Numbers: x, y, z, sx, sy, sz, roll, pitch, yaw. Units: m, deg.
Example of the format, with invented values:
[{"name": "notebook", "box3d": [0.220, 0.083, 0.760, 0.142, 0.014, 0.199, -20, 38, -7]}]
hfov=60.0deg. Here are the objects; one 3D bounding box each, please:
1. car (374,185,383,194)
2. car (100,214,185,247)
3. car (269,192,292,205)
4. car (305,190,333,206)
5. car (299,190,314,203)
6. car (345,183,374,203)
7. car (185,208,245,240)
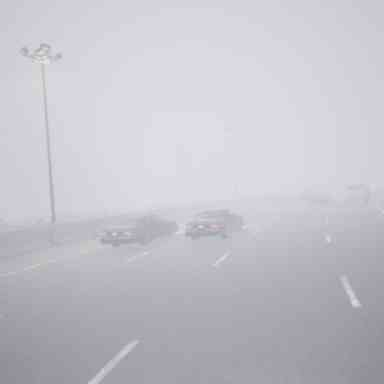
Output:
[{"name": "car", "box3d": [30.180, -0.369, 53.504, 1.812, 1.442, 4.674, -5, -1, 40]}, {"name": "car", "box3d": [-2.515, 1.862, 17.107, 2.033, 1.411, 5.357, -5, 0, 21]}, {"name": "car", "box3d": [12.483, 0.750, 46.784, 2.097, 1.767, 4.553, -4, 0, 33]}, {"name": "car", "box3d": [14.247, 0.789, 36.592, 1.895, 1.301, 4.718, -5, -1, 30]}, {"name": "car", "box3d": [16.481, 0.444, 46.538, 2.097, 1.767, 4.553, -4, 0, 34]}, {"name": "car", "box3d": [18.450, 0.090, 36.972, 2.150, 2.045, 5.566, -5, -1, 33]}, {"name": "car", "box3d": [1.328, 1.573, 17.435, 2.033, 1.411, 5.357, -5, 0, 22]}]
